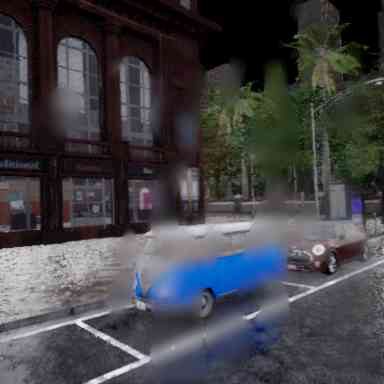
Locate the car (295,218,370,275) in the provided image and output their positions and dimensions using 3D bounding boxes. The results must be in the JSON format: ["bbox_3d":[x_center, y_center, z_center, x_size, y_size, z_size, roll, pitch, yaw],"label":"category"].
[{"bbox_3d":[4.497,1.768,11.554,4.097,1.590,1.967,0,-3,-43],"label":"car"}]

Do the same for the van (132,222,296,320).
[{"bbox_3d":[0.534,1.661,7.848,3.998,1.788,1.690,0,-3,-43],"label":"van"}]
